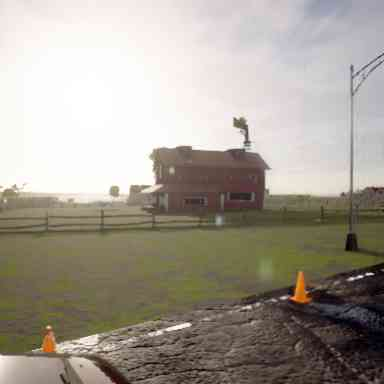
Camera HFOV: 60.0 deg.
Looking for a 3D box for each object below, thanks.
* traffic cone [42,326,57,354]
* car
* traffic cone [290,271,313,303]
[{"bbox_3d":[-1.767,1.958,4.112,0.340,0.580,0.340,0,0,-35],"label":"traffic cone"},{"bbox_3d":[-1.996,1.561,1.157,4.181,1.385,1.994,0,0,-36],"label":"car"},{"bbox_3d":[2.304,1.974,7.015,0.340,0.580,0.340,0,0,-35],"label":"traffic cone"}]
